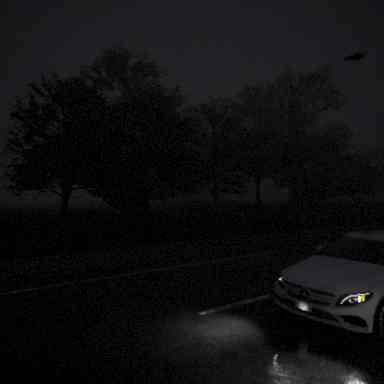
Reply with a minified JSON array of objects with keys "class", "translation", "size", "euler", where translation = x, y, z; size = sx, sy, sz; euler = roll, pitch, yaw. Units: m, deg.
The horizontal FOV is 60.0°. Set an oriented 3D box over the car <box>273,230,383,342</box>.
[{"class":"car","translation":[3.652,1.525,6.580],"size":[4.674,1.442,1.812],"euler":[0,0,-35]}]
